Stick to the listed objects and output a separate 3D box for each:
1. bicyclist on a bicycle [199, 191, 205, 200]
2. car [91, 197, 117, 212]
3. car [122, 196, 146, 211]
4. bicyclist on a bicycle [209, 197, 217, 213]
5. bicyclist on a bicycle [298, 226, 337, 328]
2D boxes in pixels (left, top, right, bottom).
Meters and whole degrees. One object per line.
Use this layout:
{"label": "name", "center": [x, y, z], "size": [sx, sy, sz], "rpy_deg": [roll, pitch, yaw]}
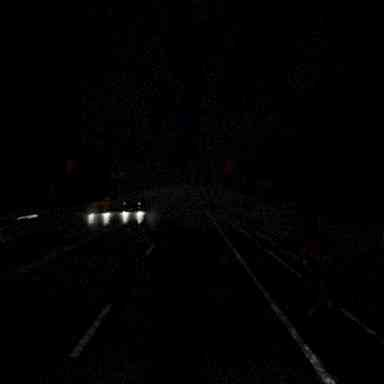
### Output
{"label": "bicyclist on a bicycle", "center": [2.201, 1.048, 65.375], "size": [0.866, 1.612, 1.509], "rpy_deg": [0, 1, 1]}
{"label": "car", "center": [-9.777, 1.364, 37.100], "size": [1.882, 1.535, 5.008], "rpy_deg": [0, 0, 1]}
{"label": "car", "center": [-6.519, 1.233, 37.996], "size": [2.097, 1.767, 4.553], "rpy_deg": [0, 0, 0]}
{"label": "bicyclist on a bicycle", "center": [2.210, 1.337, 34.682], "size": [0.866, 1.612, 1.509], "rpy_deg": [0, 0, 0]}
{"label": "bicyclist on a bicycle", "center": [2.267, 1.452, 6.039], "size": [0.582, 1.620, 1.656], "rpy_deg": [0, 0, 0]}
